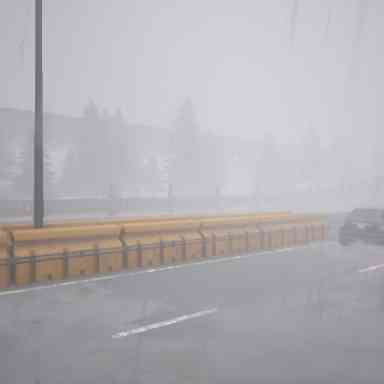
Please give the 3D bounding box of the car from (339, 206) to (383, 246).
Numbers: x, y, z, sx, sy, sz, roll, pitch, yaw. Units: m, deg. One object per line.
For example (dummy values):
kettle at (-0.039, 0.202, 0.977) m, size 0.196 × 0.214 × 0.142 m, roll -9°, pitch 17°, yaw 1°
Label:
car at (8.246, 1.366, 14.050) m, size 4.553 × 1.767 × 2.097 m, roll 0°, pitch 0°, yaw -36°
